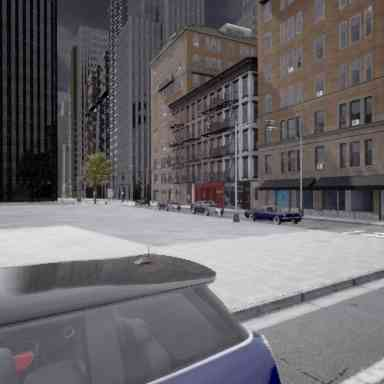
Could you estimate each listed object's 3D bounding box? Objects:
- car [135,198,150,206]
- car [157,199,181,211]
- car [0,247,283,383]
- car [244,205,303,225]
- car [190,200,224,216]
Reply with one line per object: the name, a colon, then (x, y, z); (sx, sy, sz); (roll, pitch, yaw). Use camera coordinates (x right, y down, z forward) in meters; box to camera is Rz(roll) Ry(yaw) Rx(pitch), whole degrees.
car: (-9.240, 1.815, 61.931); (1.837, 1.490, 4.892); (0, 0, -27)
car: (-3.055, 1.689, 43.332); (2.128, 1.511, 4.902); (0, 0, -26)
car: (-1.521, 1.351, 1.985); (4.553, 1.767, 2.097); (0, 0, -35)
car: (6.006, 1.686, 24.944); (1.895, 1.301, 4.718); (0, 0, -26)
car: (1.493, 1.630, 34.087); (2.128, 1.511, 4.902); (0, 0, -26)
